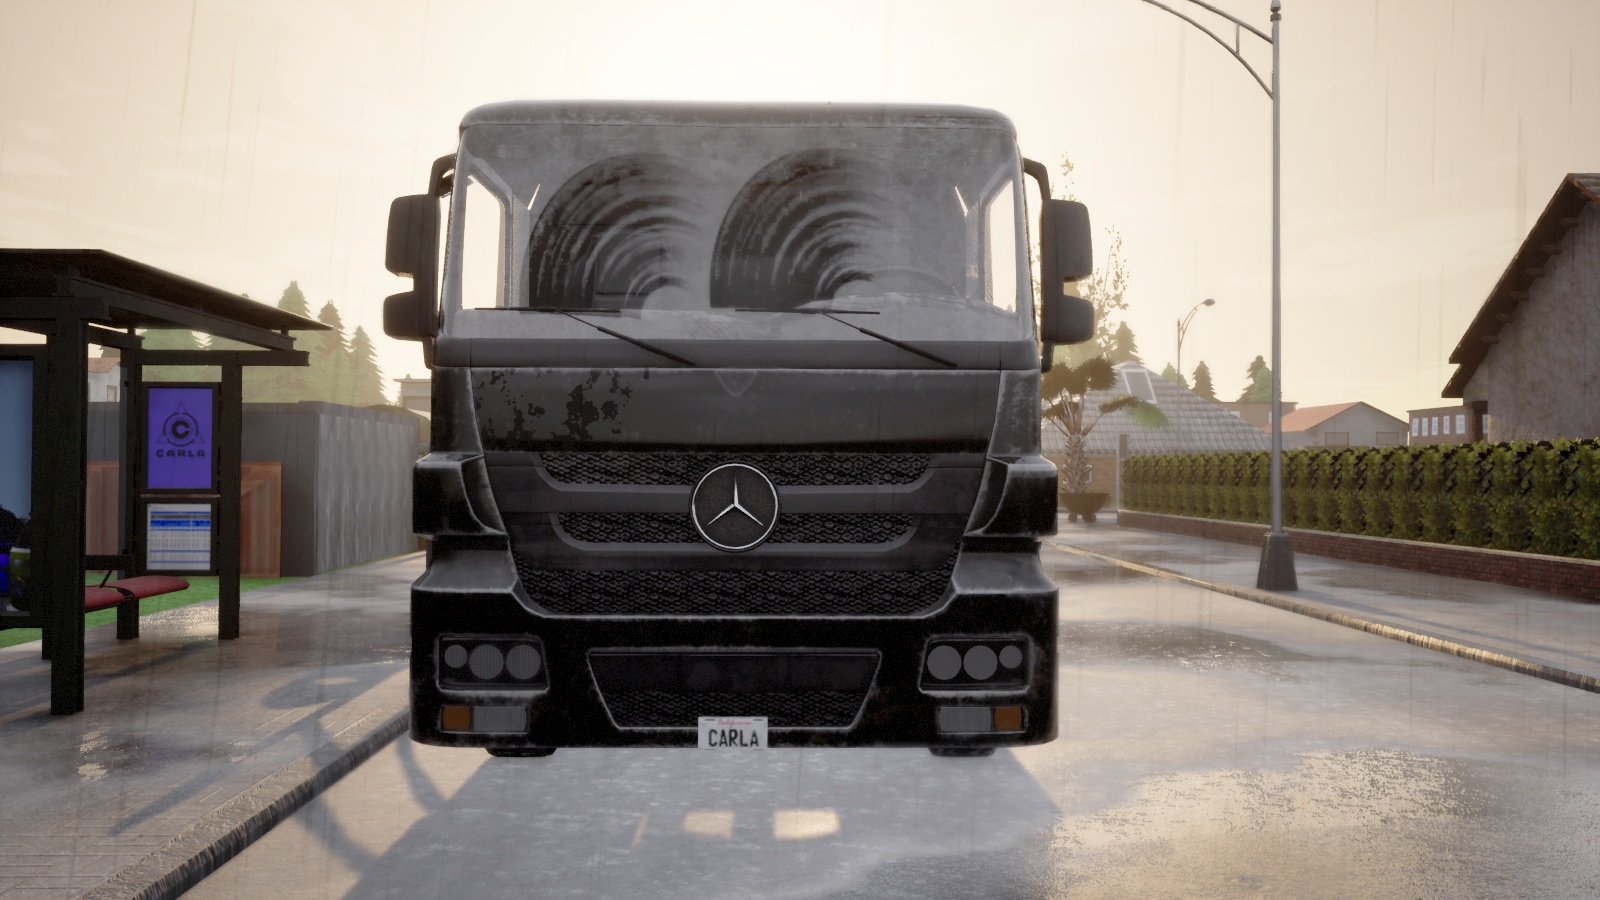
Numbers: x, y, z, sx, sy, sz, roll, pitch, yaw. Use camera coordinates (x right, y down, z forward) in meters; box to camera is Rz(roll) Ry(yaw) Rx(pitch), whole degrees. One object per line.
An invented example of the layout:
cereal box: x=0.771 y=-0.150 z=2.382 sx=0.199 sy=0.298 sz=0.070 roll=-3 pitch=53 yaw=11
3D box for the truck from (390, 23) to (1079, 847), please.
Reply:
truck: x=-0.345 y=-0.011 z=9.266 sx=2.891 sy=3.462 sz=7.936 roll=0 pitch=-1 yaw=-1
